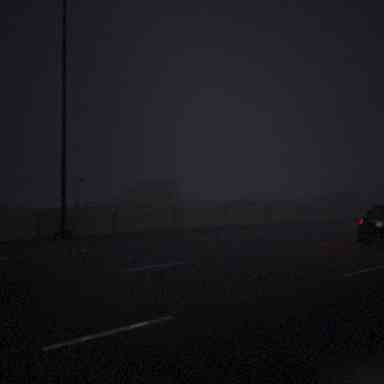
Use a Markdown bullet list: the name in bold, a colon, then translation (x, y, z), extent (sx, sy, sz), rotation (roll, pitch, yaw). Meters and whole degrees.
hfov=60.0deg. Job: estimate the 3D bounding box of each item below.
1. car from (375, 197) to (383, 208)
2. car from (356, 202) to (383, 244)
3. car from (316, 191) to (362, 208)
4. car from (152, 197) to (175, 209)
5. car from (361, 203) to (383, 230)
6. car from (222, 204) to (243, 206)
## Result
- **car**: translation (25.689, 1.299, 41.519), extent (5.357, 1.411, 2.033), rotation (0, 1, -22)
- **car**: translation (8.996, 1.270, 13.789), extent (4.553, 1.767, 2.097), rotation (0, 1, -30)
- **car**: translation (18.678, 0.907, 42.362), extent (5.566, 2.045, 2.150), rotation (0, 1, -24)
- **car**: translation (-3.427, 1.084, 34.954), extent (5.008, 1.535, 1.882), rotation (1, 0, -30)
- **car**: translation (13.022, 1.428, 20.257), extent (5.357, 1.411, 2.033), rotation (0, 1, -27)
- **car**: translation (3.775, 1.307, 26.991), extent (4.181, 1.385, 1.994), rotation (0, 1, -29)
